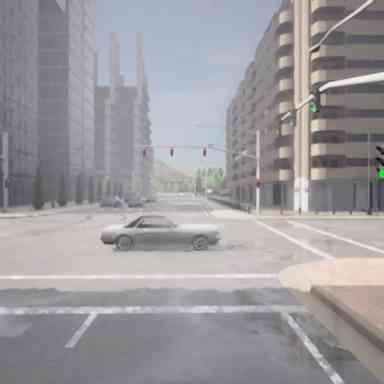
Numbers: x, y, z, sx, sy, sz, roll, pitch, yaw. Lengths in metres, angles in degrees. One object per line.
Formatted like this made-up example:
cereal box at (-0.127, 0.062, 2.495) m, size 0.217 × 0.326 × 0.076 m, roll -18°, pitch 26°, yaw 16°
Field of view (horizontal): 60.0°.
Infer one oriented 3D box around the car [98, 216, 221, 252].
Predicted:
car at (-1.220, 1.624, 13.494) m, size 4.718 × 1.301 × 1.895 m, roll 0°, pitch 0°, yaw -1°

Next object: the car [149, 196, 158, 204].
car at (-7.541, 1.469, 63.045) m, size 2.033 × 1.411 × 5.357 m, roll 0°, pitch 0°, yaw 0°

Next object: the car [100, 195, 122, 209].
car at (-10.950, 1.296, 44.981) m, size 2.097 × 1.767 × 4.553 m, roll 0°, pitch 0°, yaw 0°

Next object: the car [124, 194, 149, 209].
car at (-7.449, 1.448, 44.890) m, size 1.837 × 1.490 × 4.892 m, roll 0°, pitch 0°, yaw 0°

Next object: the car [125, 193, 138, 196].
car at (-11.038, 1.140, 61.618) m, size 2.150 × 2.045 × 5.566 m, roll 0°, pitch 1°, yaw 0°
